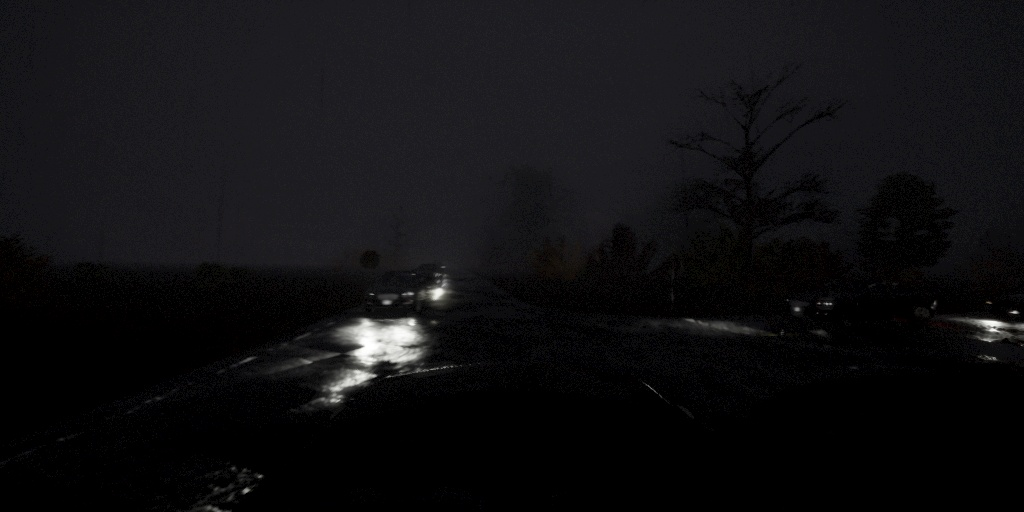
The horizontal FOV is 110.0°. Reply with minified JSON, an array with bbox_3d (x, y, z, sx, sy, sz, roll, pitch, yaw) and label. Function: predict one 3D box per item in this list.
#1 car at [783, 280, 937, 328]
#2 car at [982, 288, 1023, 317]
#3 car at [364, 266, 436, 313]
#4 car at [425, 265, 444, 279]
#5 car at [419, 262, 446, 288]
[{"bbox_3d":[12.058,1.579,12.538,4.902,1.511,2.128,1,-1,-10],"label":"car"},{"bbox_3d":[21.824,1.813,14.193,5.357,1.411,2.033,1,-1,-10],"label":"car"},{"bbox_3d":[-4.521,1.338,14.576,2.128,1.511,4.902,1,-1,-7],"label":"car"},{"bbox_3d":[-8.314,1.691,38.802,1.895,1.301,4.718,1,-1,-10],"label":"car"},{"bbox_3d":[-6.117,1.320,26.234,2.097,1.767,4.553,1,-1,-9],"label":"car"}]
